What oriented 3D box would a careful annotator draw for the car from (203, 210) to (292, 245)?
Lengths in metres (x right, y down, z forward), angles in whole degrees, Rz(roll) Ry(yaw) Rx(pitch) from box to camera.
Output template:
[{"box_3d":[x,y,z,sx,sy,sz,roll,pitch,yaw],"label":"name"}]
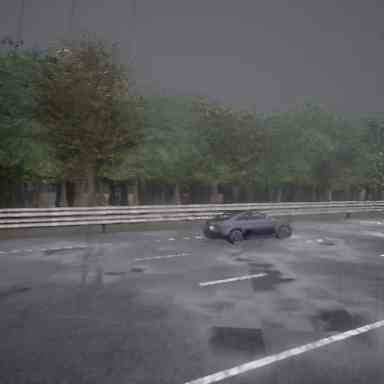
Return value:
[{"box_3d":[2.594,1.518,15.344,4.181,1.385,1.994,0,0,-29],"label":"car"}]
